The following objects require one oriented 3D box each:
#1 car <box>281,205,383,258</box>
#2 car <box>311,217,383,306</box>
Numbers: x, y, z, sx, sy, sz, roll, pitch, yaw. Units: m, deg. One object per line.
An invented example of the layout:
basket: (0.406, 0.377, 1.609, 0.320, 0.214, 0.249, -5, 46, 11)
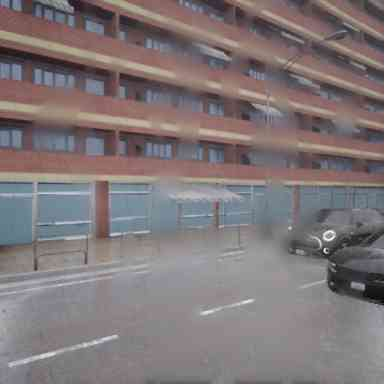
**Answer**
car: (5.337, 1.356, 12.062, 4.553, 1.767, 2.097, 0, 0, -35)
car: (5.110, 1.480, 7.616, 5.008, 1.535, 1.882, 0, 0, -35)
